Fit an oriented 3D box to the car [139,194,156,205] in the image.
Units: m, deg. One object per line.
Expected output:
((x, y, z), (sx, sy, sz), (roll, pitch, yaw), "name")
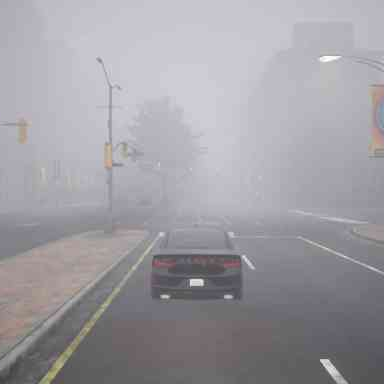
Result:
((-7.841, 1.502, 56.473), (1.837, 1.490, 4.892), (0, 0, 1), "car")

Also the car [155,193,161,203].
((-7.754, 1.522, 65.732), (1.812, 1.442, 4.674), (0, 0, 1), "car")

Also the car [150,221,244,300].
((0.114, 1.477, 8.462), (1.882, 1.535, 5.008), (0, 0, 1), "car")

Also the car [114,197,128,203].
((-14.460, 1.592, 67.846), (1.895, 1.301, 4.718), (0, 0, 0), "car")

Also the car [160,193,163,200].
((-7.674, 1.222, 76.484), (2.150, 2.045, 5.566), (0, 0, 0), "car")
